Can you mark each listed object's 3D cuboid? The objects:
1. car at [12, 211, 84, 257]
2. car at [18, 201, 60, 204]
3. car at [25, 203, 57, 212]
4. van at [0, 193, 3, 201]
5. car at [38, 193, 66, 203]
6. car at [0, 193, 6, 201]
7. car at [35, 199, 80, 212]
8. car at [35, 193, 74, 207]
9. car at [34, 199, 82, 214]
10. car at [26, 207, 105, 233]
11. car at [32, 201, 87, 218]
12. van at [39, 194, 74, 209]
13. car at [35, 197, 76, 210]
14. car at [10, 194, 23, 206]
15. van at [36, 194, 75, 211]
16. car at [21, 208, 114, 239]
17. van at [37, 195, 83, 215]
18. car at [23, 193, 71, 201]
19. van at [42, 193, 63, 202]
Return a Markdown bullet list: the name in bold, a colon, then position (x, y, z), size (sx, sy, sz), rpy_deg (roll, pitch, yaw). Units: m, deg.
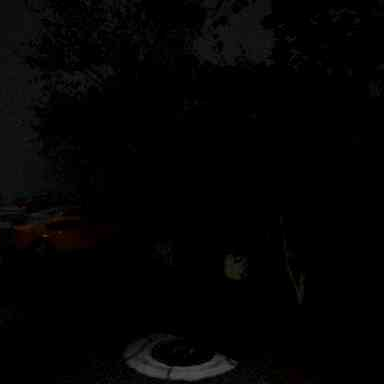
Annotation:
- **car**: position (-5.037, 1.804, 14.546), size (5.008, 1.535, 2.097), rpy_deg (1, 0, -24)
- **car**: position (-9.603, 1.691, 24.508), size (5.366, 1.575, 1.946), rpy_deg (1, 0, -24)
- **car**: position (-6.114, 1.652, 17.098), size (4.553, 1.767, 2.185), rpy_deg (1, 0, -24)
- **van**: position (-48.276, 1.149, 80.289), size (4.442, 1.987, 1.878), rpy_deg (1, -1, -24)
- **car**: position (-30.644, 1.248, 72.877), size (5.566, 2.045, 2.435), rpy_deg (1, 0, -24)
- **car**: position (-45.918, 1.059, 75.279), size (5.566, 2.045, 2.435), rpy_deg (1, 0, -24)
- **car**: position (-16.079, 1.581, 39.808), size (4.792, 1.488, 2.163), rpy_deg (1, 0, -24)
- **car**: position (-21.690, 1.274, 52.467), size (5.566, 2.045, 2.435), rpy_deg (1, 0, -24)
- **car**: position (-15.019, 1.596, 37.391), size (4.792, 1.488, 2.163), rpy_deg (1, 0, -24)
- **car**: position (-8.323, 1.764, 22.044), size (4.674, 1.452, 2.002), rpy_deg (1, 0, -24)
- **car**: position (-12.796, 1.643, 32.180), size (4.792, 1.488, 2.163), rpy_deg (1, 0, -24)
- **van**: position (-19.333, 1.309, 47.452), size (4.442, 1.987, 1.878), rpy_deg (1, 0, -24)
- **car**: position (-18.325, 1.536, 44.870), size (5.008, 1.535, 2.097), rpy_deg (1, 0, -24)
- **car**: position (-27.944, 1.465, 54.491), size (2.128, 1.511, 4.902), rpy_deg (1, 0, -24)
- **van**: position (-17.307, 1.315, 42.274), size (4.442, 1.987, 1.878), rpy_deg (1, 0, -24)
- **car**: position (-7.235, 1.780, 19.497), size (4.792, 1.488, 2.163), rpy_deg (1, 0, -24)
- **van**: position (-13.821, 1.364, 34.888), size (4.442, 1.987, 1.878), rpy_deg (1, 0, -24)
- **car**: position (-11.627, 1.391, 29.666), size (5.566, 2.045, 2.435), rpy_deg (1, 0, -24)
- **van**: position (-31.625, 1.272, 75.472), size (4.442, 1.987, 1.878), rpy_deg (1, 0, -24)
